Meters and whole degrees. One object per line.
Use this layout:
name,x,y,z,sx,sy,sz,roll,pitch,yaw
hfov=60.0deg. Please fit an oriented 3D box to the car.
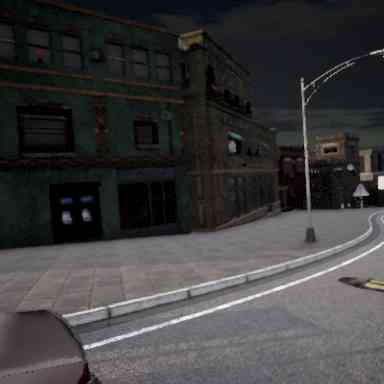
car,-3.244,1.566,1.801,5.357,1.411,2.033,0,0,-34
